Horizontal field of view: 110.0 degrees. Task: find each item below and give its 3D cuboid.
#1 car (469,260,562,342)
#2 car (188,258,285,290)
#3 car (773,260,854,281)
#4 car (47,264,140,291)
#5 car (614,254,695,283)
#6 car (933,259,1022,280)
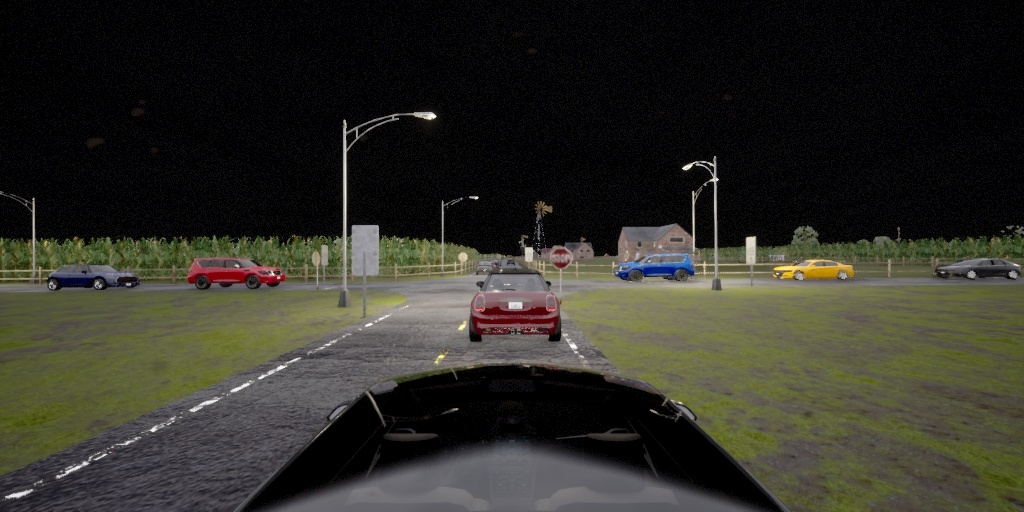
[{"bbox_3d":[0.058,1.103,9.955,2.097,1.767,4.553,0,0,-1],"label":"car"},{"bbox_3d":[-18.348,1.126,23.985,5.566,2.045,2.150,-1,0,1],"label":"car"},{"bbox_3d":[22.057,1.029,26.373,5.008,1.535,1.882,0,0,1],"label":"car"},{"bbox_3d":[-28.002,1.345,24.119,4.553,1.767,2.097,-1,0,1],"label":"car"},{"bbox_3d":[10.449,0.875,26.379,5.566,2.045,2.150,-1,0,-2],"label":"car"},{"bbox_3d":[33.941,0.951,26.205,4.892,1.490,1.837,0,0,1],"label":"car"}]
